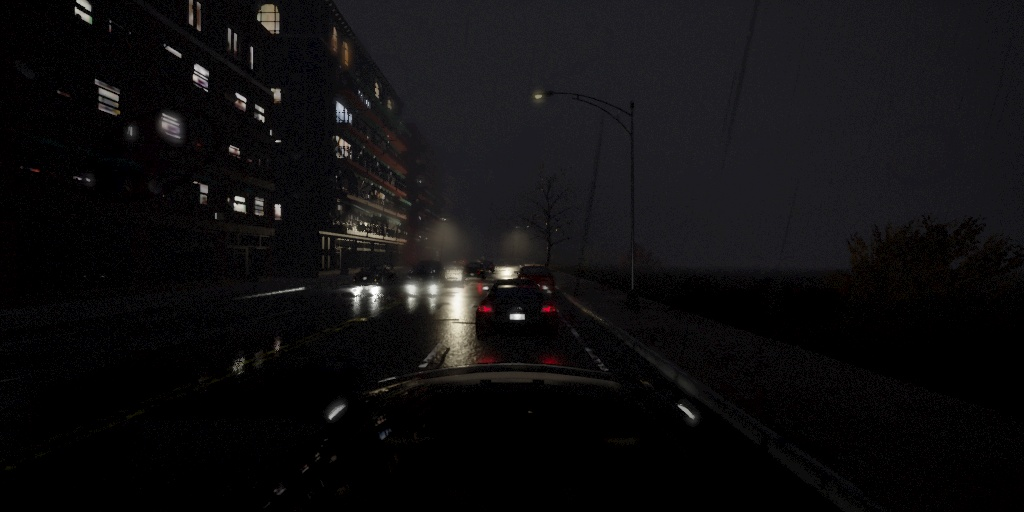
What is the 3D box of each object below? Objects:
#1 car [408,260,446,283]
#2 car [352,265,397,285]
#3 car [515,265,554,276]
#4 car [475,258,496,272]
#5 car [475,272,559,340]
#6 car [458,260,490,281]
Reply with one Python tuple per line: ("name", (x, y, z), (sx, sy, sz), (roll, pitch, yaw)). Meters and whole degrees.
("car", (-6.569, 1.104, 28.011), (2.097, 1.767, 4.553), (0, 0, 0))
("car", (-9.821, 1.316, 25.906), (1.994, 1.385, 4.181), (0, 0, 0))
("car", (1.158, 1.230, 18.862), (1.882, 1.535, 5.008), (0, 0, 0))
("car", (-3.095, 1.298, 44.345), (2.033, 1.411, 5.357), (0, 0, 0))
("car", (0.111, 1.315, 9.942), (1.994, 1.385, 4.181), (0, 0, 0))
("car", (-3.125, 1.278, 30.233), (1.812, 1.442, 4.674), (0, 0, -1))
